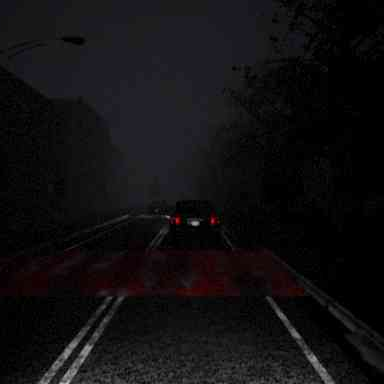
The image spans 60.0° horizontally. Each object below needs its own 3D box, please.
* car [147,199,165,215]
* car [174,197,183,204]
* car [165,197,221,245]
[{"bbox_3d":[-3.283,1.516,33.497,1.837,1.490,4.892,0,0,0],"label":"car"},{"bbox_3d":[-2.949,1.909,75.911,1.812,1.442,4.674,0,-1,0],"label":"car"},{"bbox_3d":[0.118,1.264,15.696,2.150,2.045,5.566,0,1,0],"label":"car"}]
